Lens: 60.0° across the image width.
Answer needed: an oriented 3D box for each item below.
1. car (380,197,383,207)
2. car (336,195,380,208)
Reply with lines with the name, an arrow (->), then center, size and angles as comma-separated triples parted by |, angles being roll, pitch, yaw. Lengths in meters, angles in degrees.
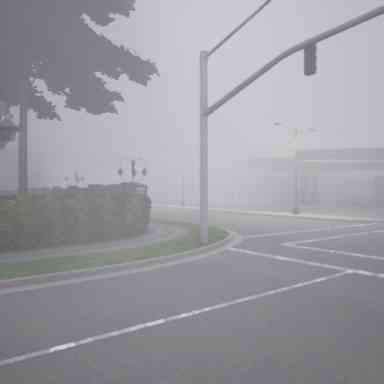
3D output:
car -> 25.507, 1.403, 47.355 | 1.970, 1.475, 3.806 | 0, 0, -35
car -> 21.246, 1.248, 43.426 | 2.242, 1.667, 4.611 | 0, 0, -35
